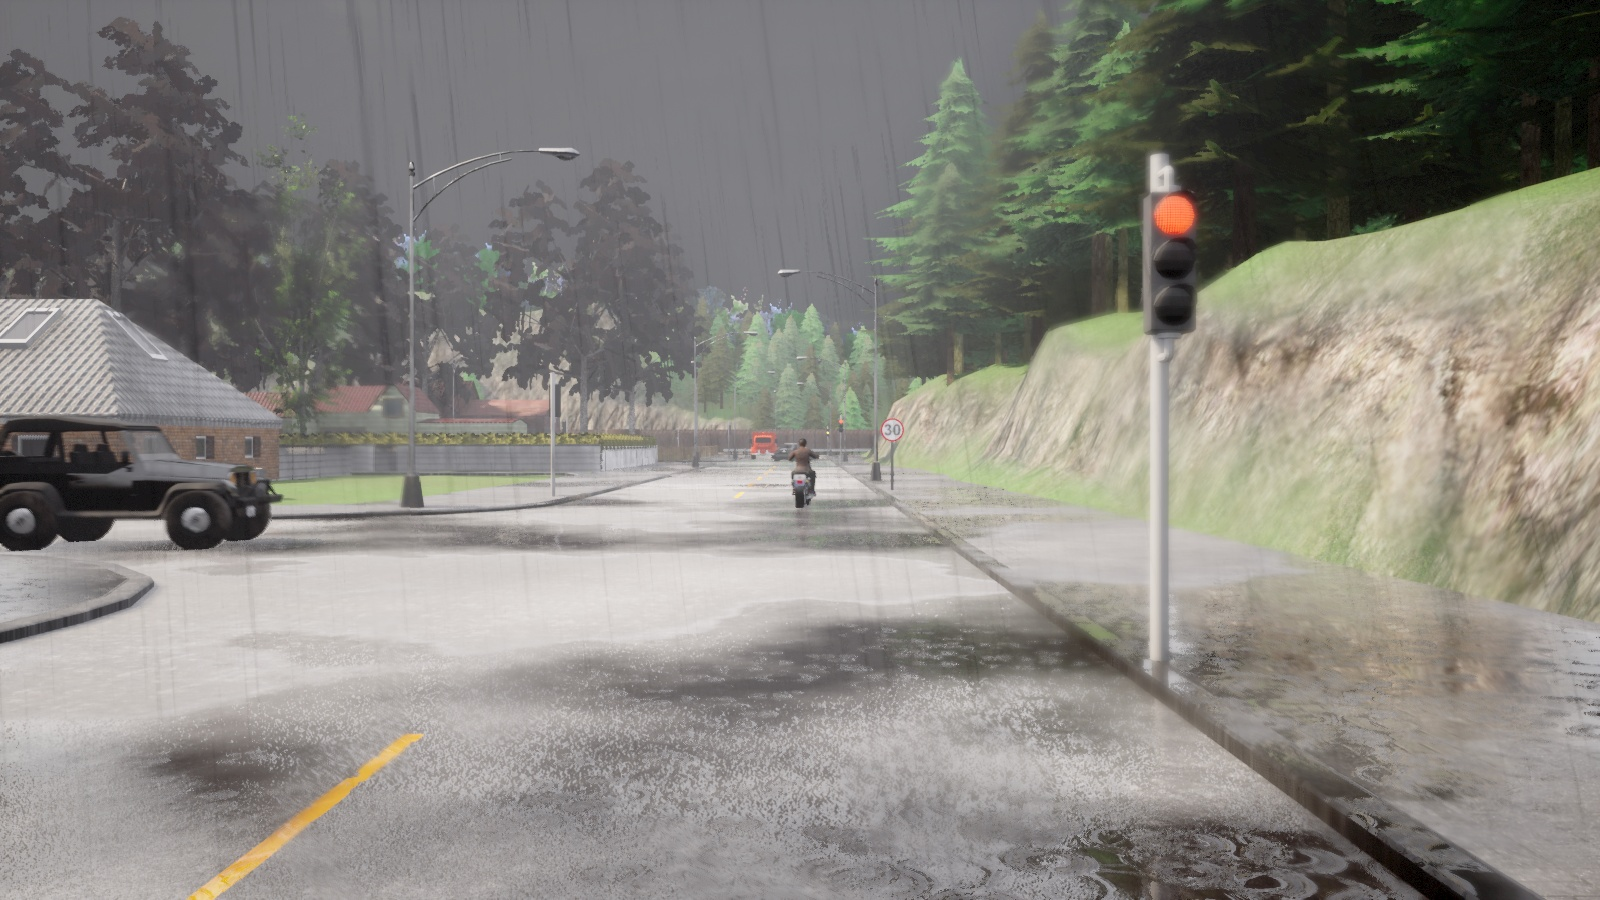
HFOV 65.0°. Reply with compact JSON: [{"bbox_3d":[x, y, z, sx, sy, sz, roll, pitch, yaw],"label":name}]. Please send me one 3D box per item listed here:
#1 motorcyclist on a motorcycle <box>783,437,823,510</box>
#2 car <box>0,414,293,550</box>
[{"bbox_3d":[0.096,0.529,29.787,0.766,1.649,2.350,0,0,5],"label":"motorcyclist on a motorcycle"},{"bbox_3d":[-9.696,0.431,18.300,3.866,1.878,1.905,0,0,-4],"label":"car"}]
